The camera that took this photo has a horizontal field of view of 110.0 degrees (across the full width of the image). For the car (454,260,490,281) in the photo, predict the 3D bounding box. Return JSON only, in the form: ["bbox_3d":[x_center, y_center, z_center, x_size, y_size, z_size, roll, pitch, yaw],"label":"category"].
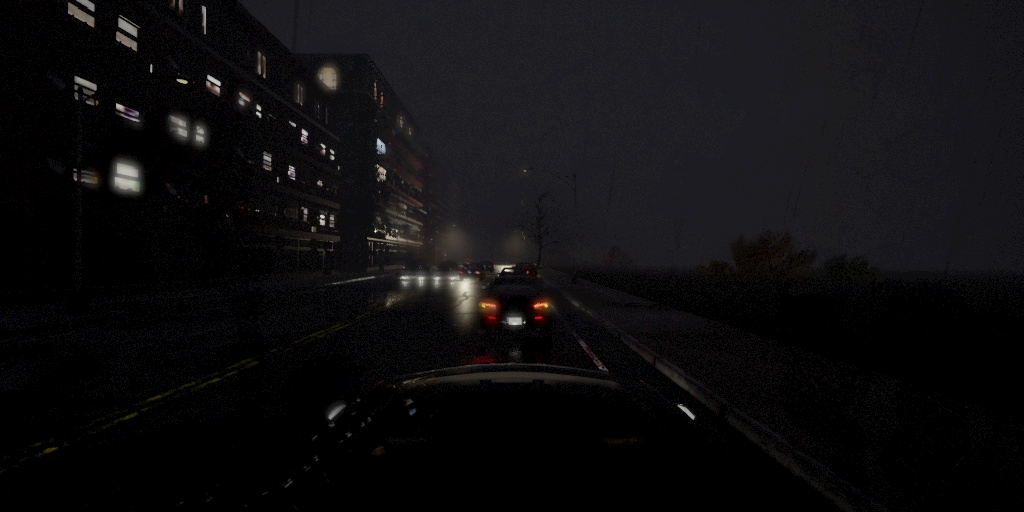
[{"bbox_3d":[-3.216,1.300,29.571,2.033,1.411,5.357,0,0,-1],"label":"car"}]

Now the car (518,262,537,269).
[{"bbox_3d":[1.068,1.232,29.919,1.882,1.535,5.008,0,0,0],"label":"car"}]

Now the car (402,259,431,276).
[{"bbox_3d":[-9.940,1.106,37.683,2.097,1.767,4.553,0,0,0],"label":"car"}]

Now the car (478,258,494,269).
[{"bbox_3d":[-3.252,1.301,44.614,2.033,1.411,5.357,0,0,0],"label":"car"}]

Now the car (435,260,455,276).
[{"bbox_3d":[-6.691,1.231,37.549,1.882,1.535,5.008,0,0,0],"label":"car"}]

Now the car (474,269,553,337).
[{"bbox_3d":[0.071,1.277,10.224,1.812,1.442,4.674,0,0,0],"label":"car"}]

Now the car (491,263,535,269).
[{"bbox_3d":[0.055,1.317,20.391,1.994,1.385,4.181,0,0,0],"label":"car"}]
